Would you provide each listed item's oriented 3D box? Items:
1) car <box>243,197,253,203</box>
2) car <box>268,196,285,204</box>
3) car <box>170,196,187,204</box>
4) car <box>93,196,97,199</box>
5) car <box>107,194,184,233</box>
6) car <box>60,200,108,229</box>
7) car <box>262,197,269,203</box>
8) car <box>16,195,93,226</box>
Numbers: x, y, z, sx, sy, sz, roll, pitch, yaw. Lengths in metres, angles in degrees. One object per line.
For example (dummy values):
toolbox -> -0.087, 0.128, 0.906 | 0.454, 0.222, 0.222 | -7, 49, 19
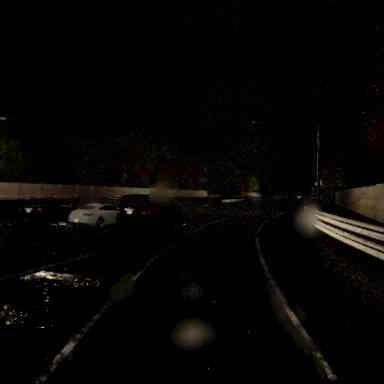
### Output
car -> 13.907, 2.017, 82.962 | 1.994, 1.385, 4.181 | 1, 0, 21
car -> 20.619, 2.127, 80.927 | 2.033, 1.411, 5.357 | 1, 0, 21
car -> -2.705, 1.620, 68.577 | 1.812, 1.442, 4.674 | 1, 0, 21
car -> -18.283, 1.251, 57.000 | 2.128, 1.511, 4.902 | 1, 0, 21
car -> -2.316, 1.165, 19.696 | 2.150, 2.045, 5.566 | 1, 0, 20
car -> -5.676, 1.405, 20.746 | 1.812, 1.442, 4.674 | 1, 0, 20
car -> 20.015, 2.144, 89.277 | 2.033, 1.411, 5.357 | 1, 0, 21
car -> -9.014, 1.167, 21.810 | 2.097, 1.767, 4.553 | 1, 0, 20
